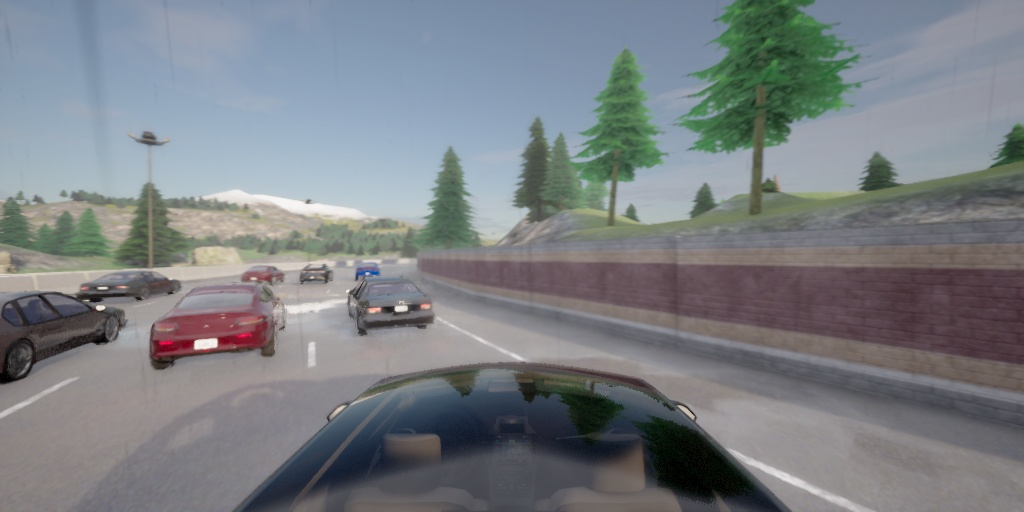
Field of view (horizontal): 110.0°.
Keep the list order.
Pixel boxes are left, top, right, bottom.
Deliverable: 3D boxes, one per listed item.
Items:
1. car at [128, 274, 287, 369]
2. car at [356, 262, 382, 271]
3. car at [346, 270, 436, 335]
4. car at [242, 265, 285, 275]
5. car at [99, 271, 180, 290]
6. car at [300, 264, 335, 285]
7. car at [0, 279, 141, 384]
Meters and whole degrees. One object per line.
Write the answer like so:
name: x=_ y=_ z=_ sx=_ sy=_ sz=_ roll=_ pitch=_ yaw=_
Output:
car: x=-6.276 y=1.323 z=8.062 sx=1.812 sy=1.442 sz=4.674 roll=-1 pitch=0 yaw=-29
car: x=-12.624 y=1.288 z=31.698 sx=1.882 sy=1.535 sz=5.008 roll=-1 pitch=0 yaw=-18
car: x=-3.825 y=1.316 z=10.815 sx=2.033 sy=1.411 sz=5.357 roll=-1 pitch=0 yaw=-28
car: x=-18.198 y=1.399 z=26.387 sx=1.812 sy=1.442 sz=4.674 roll=-1 pitch=0 yaw=-19
car: x=-18.727 y=1.443 z=17.882 sx=2.033 sy=1.411 sz=5.357 roll=-1 pitch=0 yaw=-23
car: x=-14.959 y=1.332 z=27.721 sx=2.128 sy=1.511 sz=4.902 roll=-1 pitch=0 yaw=-19
car: x=-9.534 y=1.378 z=6.673 sx=2.033 sy=1.411 sz=5.357 roll=-1 pitch=0 yaw=-28
